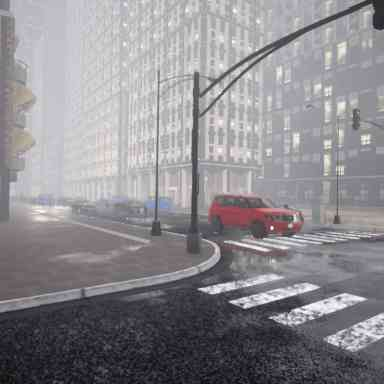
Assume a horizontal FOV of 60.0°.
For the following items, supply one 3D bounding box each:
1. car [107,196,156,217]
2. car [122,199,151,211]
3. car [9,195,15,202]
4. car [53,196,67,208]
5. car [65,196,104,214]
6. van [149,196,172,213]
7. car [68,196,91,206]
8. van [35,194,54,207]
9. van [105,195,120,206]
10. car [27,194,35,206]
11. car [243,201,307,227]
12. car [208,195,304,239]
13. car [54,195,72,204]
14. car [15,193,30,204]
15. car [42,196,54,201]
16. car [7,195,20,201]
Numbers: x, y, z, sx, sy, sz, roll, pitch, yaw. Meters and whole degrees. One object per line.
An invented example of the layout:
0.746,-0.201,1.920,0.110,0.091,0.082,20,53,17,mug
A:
-5.495,1.425,30.007,2.128,1.511,4.902,1,-1,-35,car
-7.140,1.584,42.397,2.008,1.369,4.403,1,-1,-35,car
-36.753,1.396,69.906,1.947,1.339,4.313,1,-1,-35,car
-17.866,1.457,47.708,2.033,1.411,5.357,1,-1,-35,car
-10.740,1.427,32.955,2.008,1.369,4.403,1,-1,-35,car
-3.885,1.382,37.781,1.690,1.788,3.998,1,-1,-35,van
-18.198,1.457,53.605,2.128,1.511,4.902,1,-1,-35,car
-20.491,1.197,46.814,1.690,1.788,3.998,1,-1,-35,van
-10.388,1.368,47.019,1.690,1.788,3.998,1,-1,-35,van
-23.747,1.432,51.430,1.802,1.307,4.206,1,-1,-35,car
5.868,1.505,23.923,1.967,1.590,4.097,1,-1,-35,car
3.046,1.174,17.423,2.150,2.045,5.566,1,-1,-31,car
-23.979,1.433,61.817,1.882,1.535,5.008,1,-1,-35,car
-30.246,1.155,60.670,2.192,1.841,5.009,1,-1,-35,car
-36.406,1.570,83.966,1.802,1.307,4.206,1,-1,-35,car
-40.004,1.377,74.524,2.008,1.369,4.403,1,-1,-35,car
